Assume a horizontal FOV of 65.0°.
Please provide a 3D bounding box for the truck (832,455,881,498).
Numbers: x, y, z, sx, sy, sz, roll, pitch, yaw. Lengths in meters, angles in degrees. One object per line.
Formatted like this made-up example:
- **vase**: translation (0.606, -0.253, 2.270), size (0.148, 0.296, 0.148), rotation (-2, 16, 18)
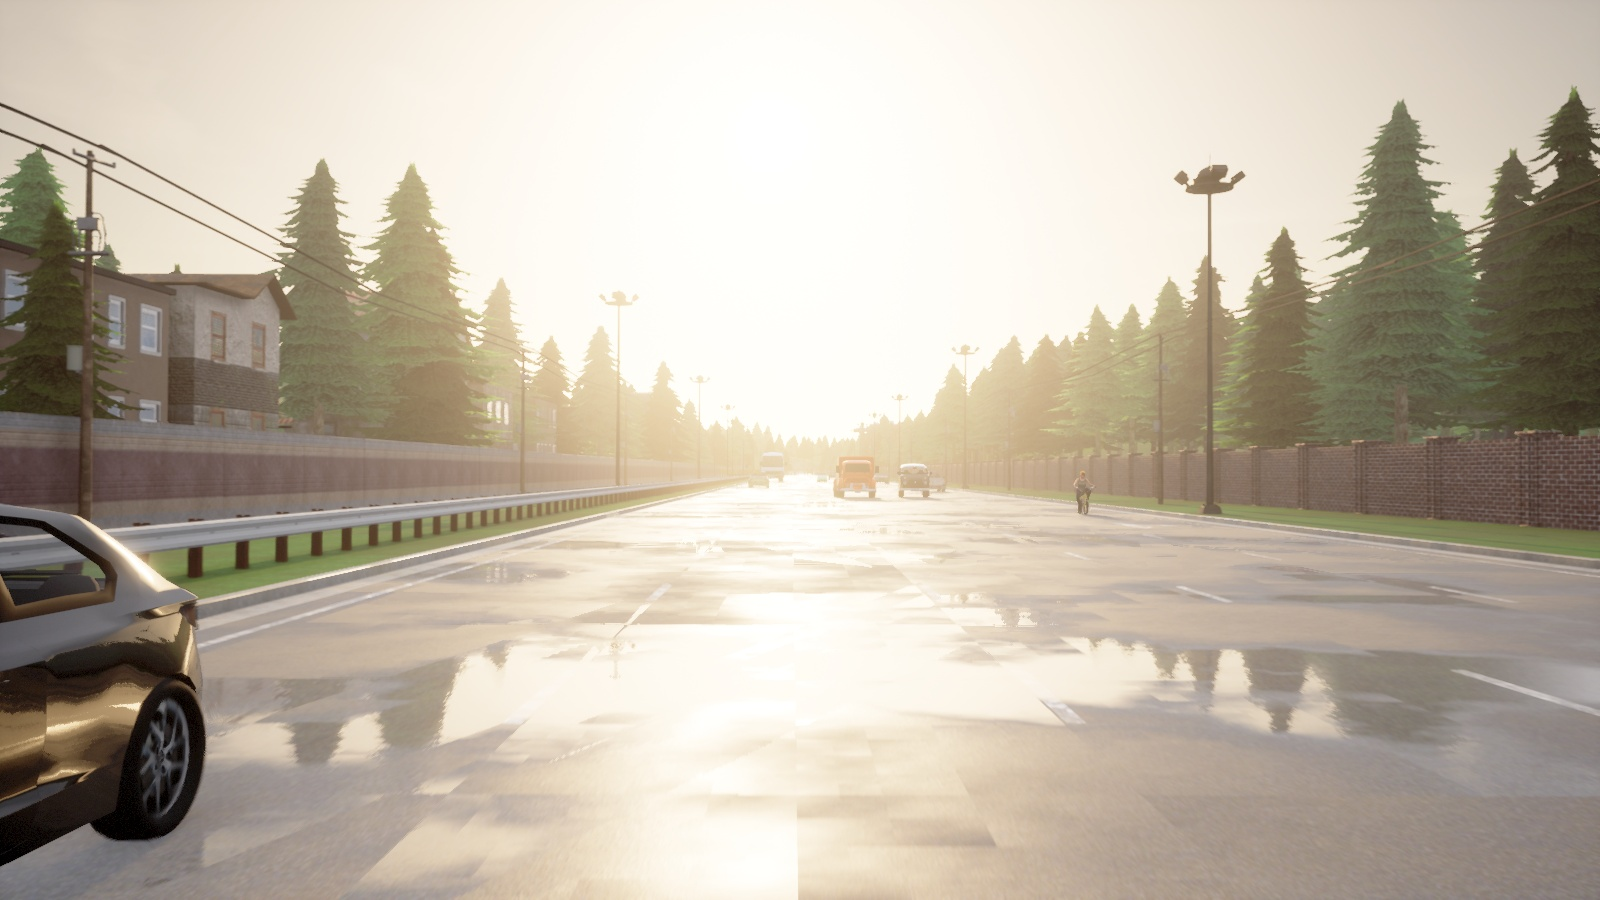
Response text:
- **truck**: translation (3.321, 1.570, 74.796), size (2.627, 2.467, 5.204), rotation (0, -1, 0)

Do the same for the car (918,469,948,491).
- **car**: translation (10.267, 2.305, 97.258), size (1.851, 1.617, 3.988), rotation (0, -1, -1)

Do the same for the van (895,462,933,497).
- **van**: translation (6.859, 1.786, 75.929), size (2.069, 2.038, 4.480), rotation (0, -1, 2)

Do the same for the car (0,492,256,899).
- **car**: translation (-3.509, 0.908, 3.915), size (1.816, 1.474, 4.193), rotation (0, -1, 0)
